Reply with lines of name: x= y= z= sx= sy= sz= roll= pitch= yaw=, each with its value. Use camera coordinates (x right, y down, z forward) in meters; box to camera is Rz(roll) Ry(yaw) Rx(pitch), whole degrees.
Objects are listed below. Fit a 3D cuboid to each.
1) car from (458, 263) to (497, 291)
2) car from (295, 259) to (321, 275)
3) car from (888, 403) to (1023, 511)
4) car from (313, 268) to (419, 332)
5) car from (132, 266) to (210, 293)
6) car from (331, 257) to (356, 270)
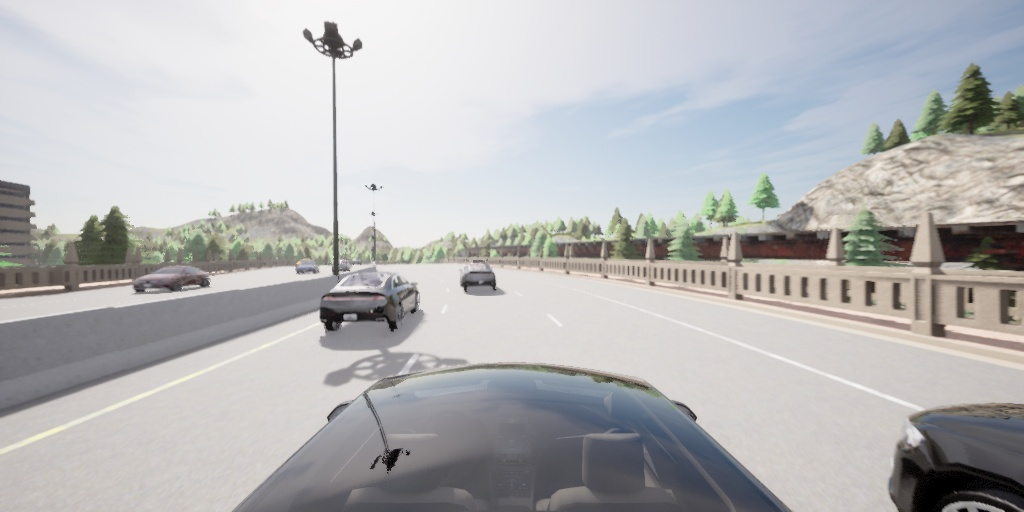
car: x=-2.080 y=1.170 z=21.176 sx=2.128 sy=1.511 sz=4.902 roll=0 pitch=0 yaw=-11
car: x=-23.031 y=1.286 z=40.540 sx=1.812 sy=1.442 sz=4.674 roll=-1 pitch=0 yaw=-21
car: x=3.442 y=1.232 z=0.366 sx=2.128 sy=1.511 sz=4.902 roll=0 pitch=0 yaw=1
car: x=-4.050 y=1.225 z=10.880 sx=2.128 sy=1.511 sz=4.902 roll=0 pitch=0 yaw=-6
car: x=-20.277 y=1.329 z=21.638 sx=1.812 sy=1.442 sz=4.674 roll=0 pitch=0 yaw=-14
car: x=-19.681 y=1.219 z=41.580 sx=2.128 sy=1.511 sz=4.902 roll=-1 pitch=0 yaw=-21
